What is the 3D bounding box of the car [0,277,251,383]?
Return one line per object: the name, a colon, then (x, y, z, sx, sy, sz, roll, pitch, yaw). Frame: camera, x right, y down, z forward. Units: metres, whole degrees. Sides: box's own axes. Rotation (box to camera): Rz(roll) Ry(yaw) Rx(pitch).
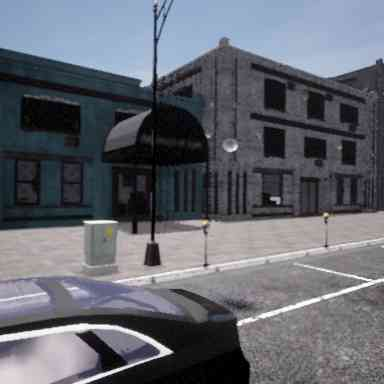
car: (-1.779, 1.475, 2.140, 4.902, 1.511, 2.128, 0, 0, -35)
